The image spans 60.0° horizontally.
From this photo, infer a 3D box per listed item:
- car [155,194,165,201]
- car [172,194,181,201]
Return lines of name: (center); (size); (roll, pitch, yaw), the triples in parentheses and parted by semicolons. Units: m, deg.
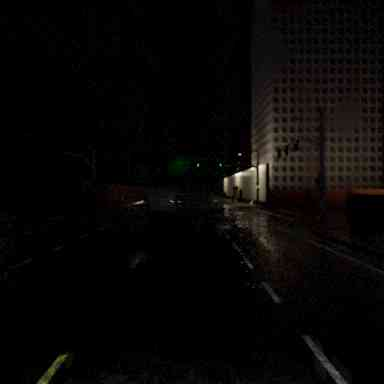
car: (-7.000, 1.234, 73.890); (2.128, 1.511, 4.902); (0, 0, 0)
car: (-3.500, 1.209, 73.890); (1.837, 1.490, 4.892); (0, 0, 0)
